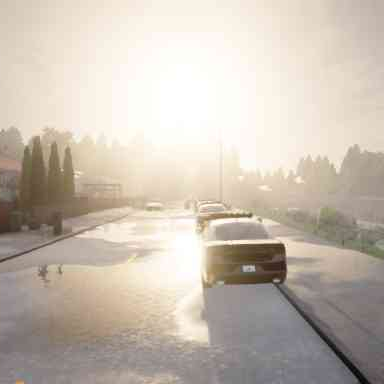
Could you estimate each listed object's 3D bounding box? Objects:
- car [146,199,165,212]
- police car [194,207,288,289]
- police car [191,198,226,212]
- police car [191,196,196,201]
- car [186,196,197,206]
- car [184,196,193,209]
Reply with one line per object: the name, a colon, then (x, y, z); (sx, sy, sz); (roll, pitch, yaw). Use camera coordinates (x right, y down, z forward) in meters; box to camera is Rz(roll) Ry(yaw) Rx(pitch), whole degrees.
car: (-4.143, 1.546, 38.330); (2.033, 1.411, 5.357); (0, 0, 0)
police car: (1.150, 1.401, 9.354); (1.930, 1.638, 5.238); (-2, -1, 0)
police car: (1.122, 1.374, 19.346); (1.930, 1.638, 5.238); (-4, 0, 0)
police car: (1.118, 1.374, 25.338); (1.930, 1.638, 5.238); (-4, 0, 0)
car: (-0.063, 1.503, 57.588); (1.837, 1.490, 4.892); (0, 0, 0)
car: (-0.015, 1.563, 45.227); (1.994, 1.385, 4.181); (0, 0, 0)
